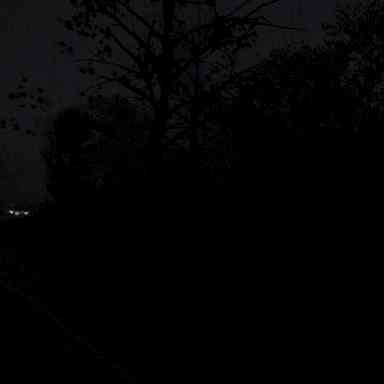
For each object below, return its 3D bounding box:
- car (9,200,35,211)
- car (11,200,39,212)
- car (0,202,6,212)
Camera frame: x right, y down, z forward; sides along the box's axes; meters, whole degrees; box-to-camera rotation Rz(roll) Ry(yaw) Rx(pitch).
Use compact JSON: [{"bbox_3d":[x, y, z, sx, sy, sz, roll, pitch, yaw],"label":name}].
[{"bbox_3d":[-27.325,2.135,53.711,2.097,1.767,4.553,0,-2,-3],"label":"car"},{"bbox_3d":[-23.544,2.131,48.080,2.033,1.411,5.357,0,-2,-2],"label":"car"},{"bbox_3d":[-26.901,1.950,44.598,1.882,1.535,5.008,0,-2,-2],"label":"car"}]
